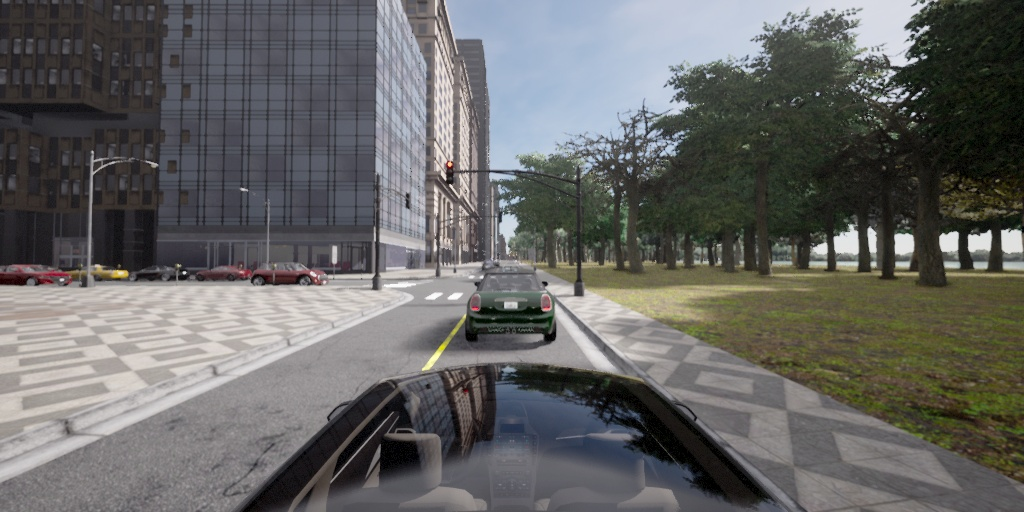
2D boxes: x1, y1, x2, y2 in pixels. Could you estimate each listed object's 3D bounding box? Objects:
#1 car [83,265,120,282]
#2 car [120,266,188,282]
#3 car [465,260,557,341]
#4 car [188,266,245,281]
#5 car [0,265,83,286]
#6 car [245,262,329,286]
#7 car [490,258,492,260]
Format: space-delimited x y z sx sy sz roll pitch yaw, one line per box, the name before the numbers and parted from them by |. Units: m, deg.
car | -35.745 1.446 30.615 4.829 1.417 1.751 0 0 0
car | -30.088 1.482 30.645 4.313 1.339 1.948 0 0 0
car | -0.018 1.108 10.014 2.097 1.767 4.553 0 0 0
car | -24.601 1.495 30.674 4.207 1.307 1.802 0 0 0
car | -30.048 1.237 22.123 4.507 1.381 1.888 0 0 0
car | -13.618 1.121 22.208 4.097 1.591 1.967 0 0 -1
car | -3.271 1.359 50.524 2.128 1.511 4.902 0 0 0
